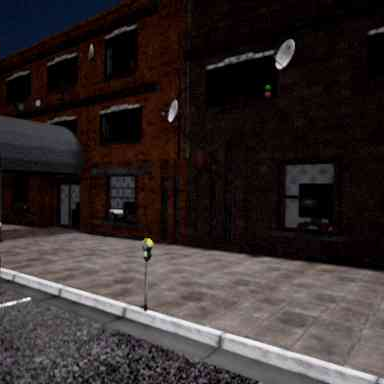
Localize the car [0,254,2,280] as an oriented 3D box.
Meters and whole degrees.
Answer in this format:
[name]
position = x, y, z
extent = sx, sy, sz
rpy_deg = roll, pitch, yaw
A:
[car]
position = -6.358, 1.482, 7.893
extent = 4.892, 1.490, 1.837
rpy_deg = 0, 0, 36
